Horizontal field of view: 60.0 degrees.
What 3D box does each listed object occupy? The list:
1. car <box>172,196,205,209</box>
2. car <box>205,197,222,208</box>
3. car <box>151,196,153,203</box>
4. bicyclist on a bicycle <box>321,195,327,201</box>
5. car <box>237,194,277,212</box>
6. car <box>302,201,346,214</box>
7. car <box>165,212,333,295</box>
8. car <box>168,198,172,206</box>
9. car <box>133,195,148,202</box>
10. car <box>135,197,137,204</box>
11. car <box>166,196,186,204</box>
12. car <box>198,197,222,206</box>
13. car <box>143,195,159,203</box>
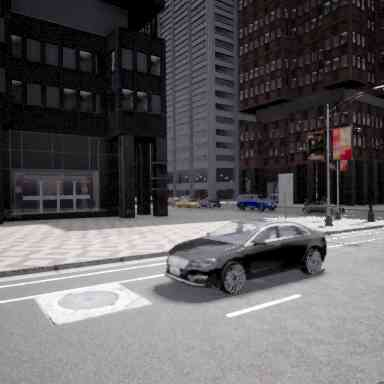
[{"bbox_3d":[-0.581,1.702,49.318,1.752,1.417,4.829,-1,1,-36],"label":"car"},{"bbox_3d":[2.485,1.695,49.625,1.994,1.385,4.181,-1,0,-35],"label":"car"},{"bbox_3d":[-7.627,1.676,69.272,1.837,1.490,4.892,-1,0,-36],"label":"car"},{"bbox_3d":[17.381,1.255,43.769,1.656,1.620,0.582,-1,1,-36],"label":"bicyclist on a bicycle"},{"bbox_3d":[8.038,1.319,41.828,2.150,2.045,5.566,-1,0,-36],"label":"car"},{"bbox_3d":[13.496,1.628,34.203,1.994,1.385,4.181,-1,0,-36],"label":"car"},{"bbox_3d":[1.617,1.490,8.830,4.902,1.511,2.128,0,0,-35],"label":"car"},{"bbox_3d":[-3.308,1.732,57.800,1.994,1.385,4.181,-1,0,-35],"label":"car"},{"bbox_3d":[-12.659,1.622,80.893,1.967,1.590,4.097,-1,1,-36],"label":"car"},{"bbox_3d":[-10.139,1.822,62.703,1.802,1.307,4.206,-1,1,-36],"label":"car"},{"bbox_3d":[-3.297,1.639,67.788,1.752,1.417,4.829,-1,1,-36],"label":"car"},{"bbox_3d":[3.108,1.615,58.821,1.887,1.381,4.507,-1,1,-36],"label":"car"},{"bbox_3d":[-9.506,1.598,76.478,1.967,1.590,4.097,-1,1,-36],"label":"car"}]
